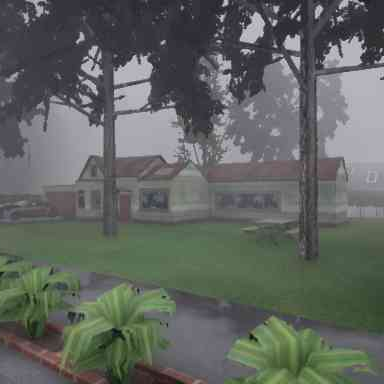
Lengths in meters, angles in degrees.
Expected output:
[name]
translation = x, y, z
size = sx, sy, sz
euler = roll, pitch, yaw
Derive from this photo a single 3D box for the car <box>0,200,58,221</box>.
[car]
translation = -11.977, 1.298, 24.190
size = 1.994, 1.381, 4.181
euler = 0, 0, 36
